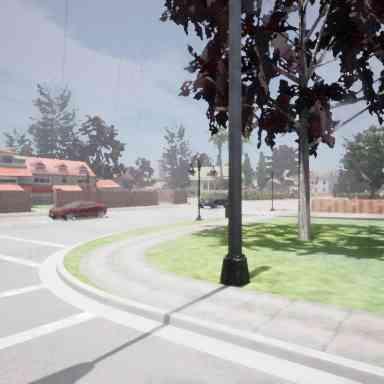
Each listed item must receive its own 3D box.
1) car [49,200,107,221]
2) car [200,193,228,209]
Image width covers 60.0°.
[{"bbox_3d":[-9.342,1.478,27.555,1.882,1.535,5.008,0,0,34],"label":"car"},{"bbox_3d":[2.988,1.223,45.665,2.150,2.045,5.566,0,0,34],"label":"car"}]
